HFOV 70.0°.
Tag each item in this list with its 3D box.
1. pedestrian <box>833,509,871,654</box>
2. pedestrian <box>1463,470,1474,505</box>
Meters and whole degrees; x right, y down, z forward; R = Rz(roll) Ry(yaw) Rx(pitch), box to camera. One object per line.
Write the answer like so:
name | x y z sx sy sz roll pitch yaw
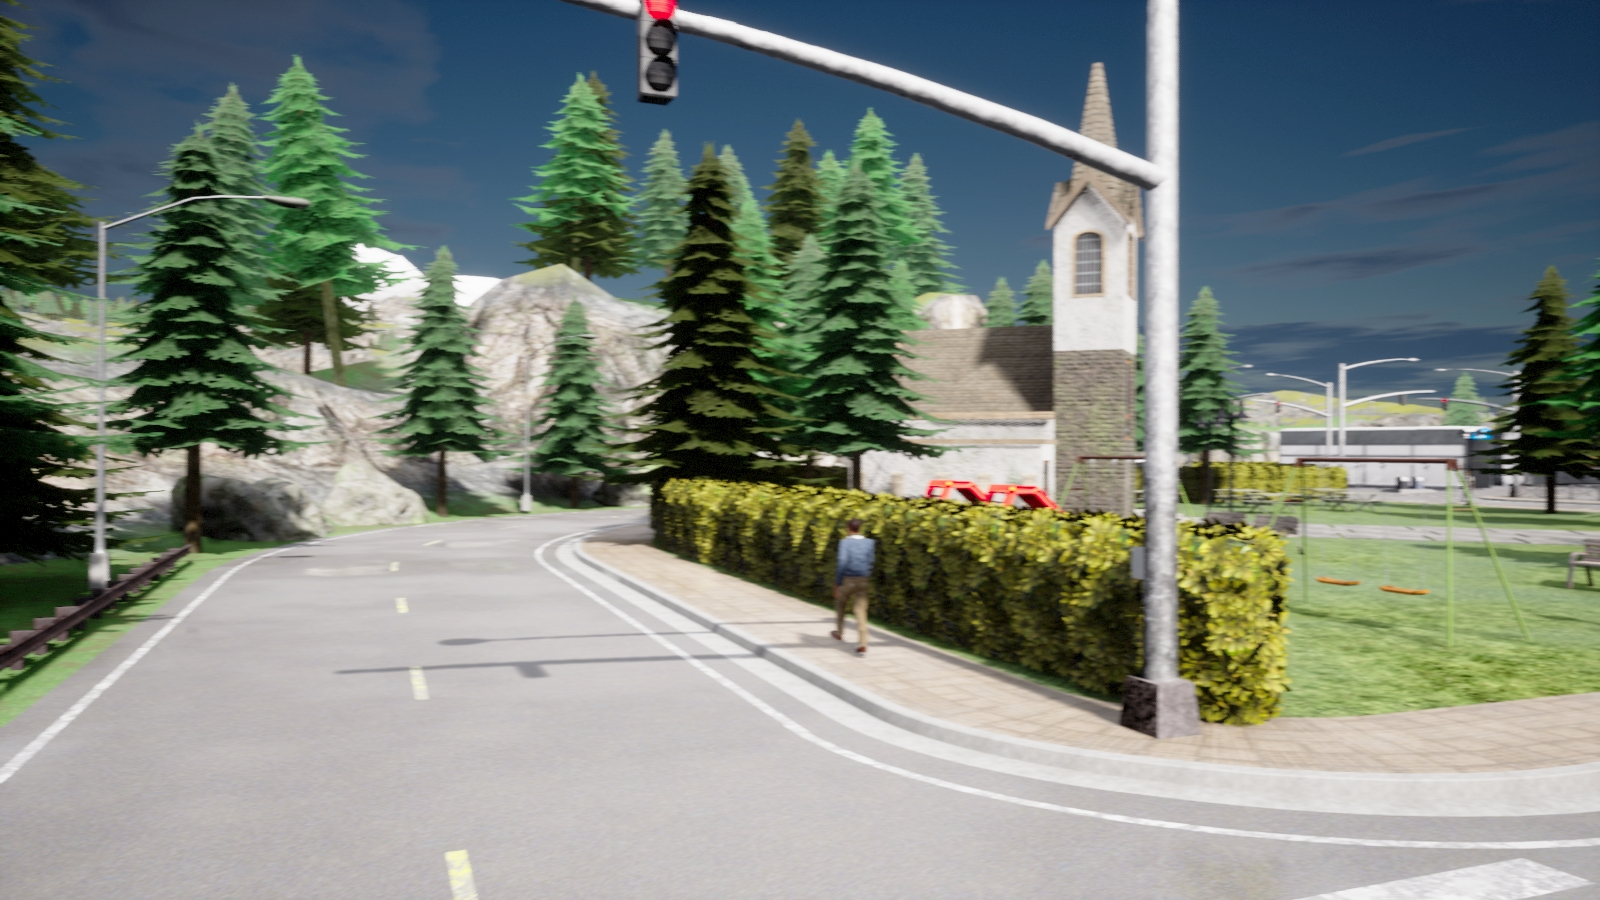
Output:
pedestrian | 0.685 1.724 15.077 0.375 1.860 0.375 0 0 -19
pedestrian | 36.053 1.999 61.612 0.375 1.860 0.375 0 0 -25
